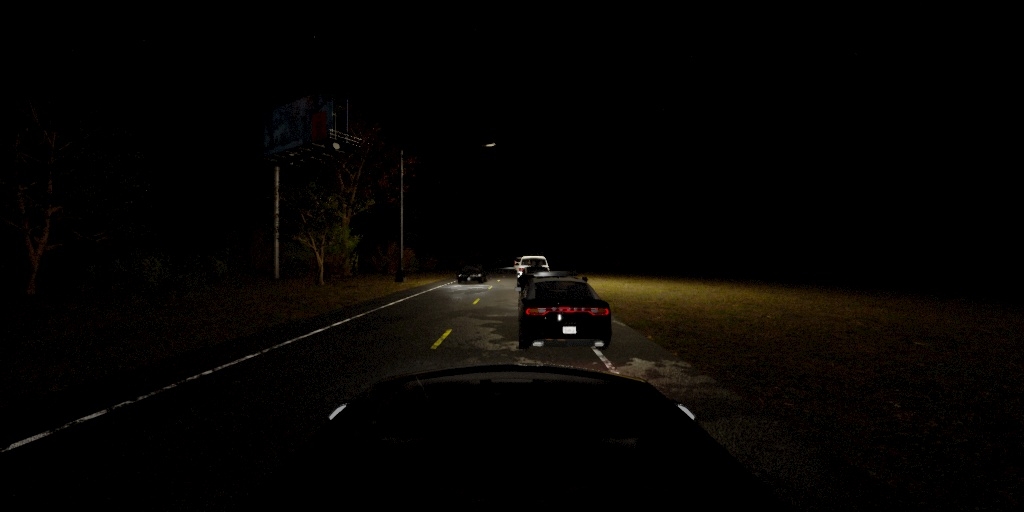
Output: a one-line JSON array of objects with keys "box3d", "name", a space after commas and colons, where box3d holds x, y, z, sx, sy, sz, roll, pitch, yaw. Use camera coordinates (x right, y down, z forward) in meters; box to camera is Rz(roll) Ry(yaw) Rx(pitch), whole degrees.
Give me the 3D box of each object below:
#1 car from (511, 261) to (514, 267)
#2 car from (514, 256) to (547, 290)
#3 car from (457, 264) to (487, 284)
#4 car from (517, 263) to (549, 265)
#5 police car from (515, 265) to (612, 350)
[{"box3d": [1.423, 1.203, 46.485, 2.150, 2.045, 5.566, 0, 0, 4], "name": "car"}, {"box3d": [1.461, 1.044, 25.140, 2.150, 2.045, 5.566, 0, 0, 2], "name": "car"}, {"box3d": [-2.971, 1.361, 27.741, 1.812, 1.442, 4.674, 0, 0, 2], "name": "car"}, {"box3d": [1.288, 1.296, 19.131, 1.837, 1.490, 4.892, 0, 0, 1], "name": "car"}, {"box3d": [1.104, 1.184, 9.275, 1.930, 1.638, 5.238, 0, 0, 1], "name": "police car"}]
